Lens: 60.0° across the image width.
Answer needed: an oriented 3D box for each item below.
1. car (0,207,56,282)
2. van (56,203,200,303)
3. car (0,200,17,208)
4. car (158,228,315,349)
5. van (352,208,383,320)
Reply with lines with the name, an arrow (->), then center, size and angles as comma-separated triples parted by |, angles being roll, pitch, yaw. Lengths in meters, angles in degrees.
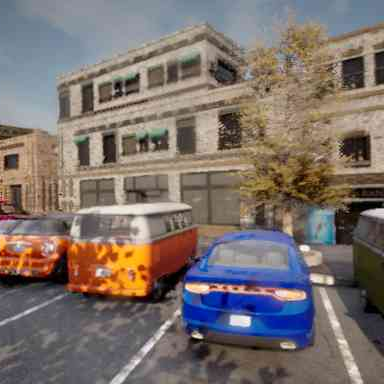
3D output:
car -> -3.522, 1.396, 9.930 | 2.185, 1.767, 4.553 | 0, -1, 15
van -> -1.095, 1.285, 8.369 | 1.878, 1.987, 4.442 | 0, -1, 16
car -> -8.282, 1.303, 13.396 | 2.435, 2.045, 5.566 | 0, -1, 16
car -> 1.261, 1.496, 6.544 | 2.097, 1.535, 5.008 | 0, -1, 16
van -> 3.628, 1.258, 4.736 | 1.878, 1.987, 4.442 | 0, -1, 16
